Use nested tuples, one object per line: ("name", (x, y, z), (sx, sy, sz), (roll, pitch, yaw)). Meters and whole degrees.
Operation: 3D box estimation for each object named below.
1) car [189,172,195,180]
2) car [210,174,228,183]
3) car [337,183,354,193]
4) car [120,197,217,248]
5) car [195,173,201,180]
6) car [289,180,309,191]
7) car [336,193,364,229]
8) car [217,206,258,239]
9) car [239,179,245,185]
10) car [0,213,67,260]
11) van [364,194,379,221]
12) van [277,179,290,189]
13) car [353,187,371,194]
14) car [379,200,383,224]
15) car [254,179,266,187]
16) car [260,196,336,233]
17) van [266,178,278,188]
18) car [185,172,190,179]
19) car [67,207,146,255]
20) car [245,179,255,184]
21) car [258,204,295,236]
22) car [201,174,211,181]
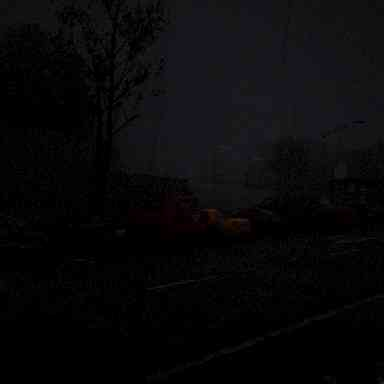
("car", (2.024, -4.085, 90.803), (2.185, 1.767, 4.553), (4, 1, 34))
("car", (7.366, -3.176, 83.582), (1.946, 1.575, 5.366), (7, 3, 34))
("car", (26.190, -0.426, 56.250), (2.435, 2.045, 5.566), (7, 3, 35))
("car", (-2.017, 1.248, 15.079), (5.566, 2.045, 2.435), (-1, -1, 35))
("car", (3.743, -3.850, 88.325), (2.185, 1.767, 4.553), (6, 3, 34))
("car", (21.015, -0.992, 63.660), (2.231, 1.521, 4.892), (7, 3, 35))
("car", (7.882, 1.267, 21.950), (5.566, 2.045, 2.435), (-1, -1, 35))
("car", (0.311, 1.503, 16.896), (5.366, 1.575, 1.946), (-1, -1, 35))
("car", (12.436, -2.317, 76.048), (2.002, 1.452, 4.674), (7, 3, 35))
("car", (-6.899, 1.493, 11.610), (4.892, 1.521, 2.231), (-1, -1, 35))
("van", (10.428, 1.297, 23.608), (4.442, 1.987, 1.878), (-1, -1, 35))
("van", (19.266, -1.491, 66.031), (1.878, 1.987, 4.442), (7, 4, 35))
("car", (27.869, 0.137, 53.770), (2.002, 1.452, 4.674), (7, 3, 35))
("car", (12.846, 1.403, 25.347), (4.553, 1.767, 2.185), (-1, -1, 36))
("car", (15.987, -1.812, 71.249), (1.946, 1.575, 5.366), (7, 3, 35))
("car", (5.360, 1.262, 20.257), (5.566, 2.045, 2.435), (-1, -1, 35))
("van", (17.548, -1.764, 68.510), (1.878, 1.987, 4.442), (7, 4, 35))
("car", (0.264, -4.362, 93.159), (2.435, 2.045, 5.566), (1, -1, 35))
("car", (-4.470, 1.524, 13.345), (4.792, 1.488, 2.163), (-1, -1, 35))
("car", (14.166, -2.043, 73.578), (2.002, 1.452, 4.674), (7, 4, 35))
("car", (2.925, 1.548, 18.511), (4.674, 1.452, 2.002), (-1, -1, 35))
("car", (5.525, -3.699, 85.850), (2.435, 2.045, 5.566), (7, 4, 34))
